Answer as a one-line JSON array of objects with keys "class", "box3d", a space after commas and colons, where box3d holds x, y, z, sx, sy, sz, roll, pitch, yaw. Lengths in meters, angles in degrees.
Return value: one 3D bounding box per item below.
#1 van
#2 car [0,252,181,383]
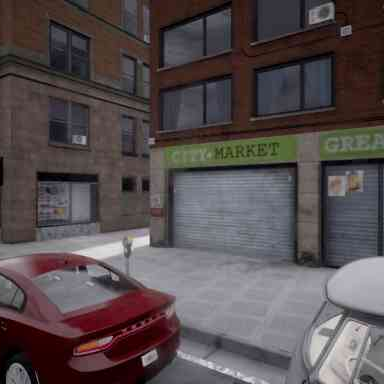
[{"class": "van", "box3d": [2.366, 1.341, 1.389, 3.998, 1.788, 1.690, 0, 0, 35]}, {"class": "car", "box3d": [-2.243, 1.544, 4.675, 4.507, 1.381, 1.887, 0, 0, 35]}]
